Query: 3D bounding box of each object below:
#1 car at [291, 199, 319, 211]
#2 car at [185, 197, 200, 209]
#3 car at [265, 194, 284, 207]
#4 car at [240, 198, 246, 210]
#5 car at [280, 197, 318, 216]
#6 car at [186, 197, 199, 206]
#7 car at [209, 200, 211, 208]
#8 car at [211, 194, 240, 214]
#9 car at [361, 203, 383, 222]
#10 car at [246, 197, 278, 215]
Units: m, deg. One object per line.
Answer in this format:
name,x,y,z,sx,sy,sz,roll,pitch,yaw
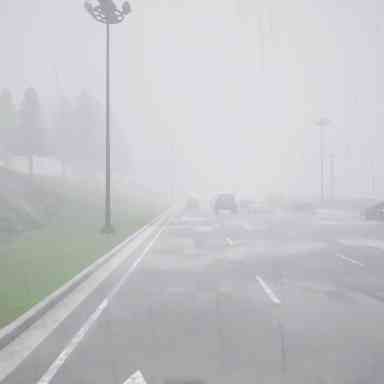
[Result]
car,14.039,1.601,41.626,1.895,1.301,4.718,0,0,0
car,0.046,1.547,44.306,2.033,1.411,5.357,0,0,0
car,10.524,1.221,43.355,2.150,2.045,5.566,0,0,0
car,7.026,1.478,43.996,1.882,1.535,5.008,0,0,0
car,10.551,1.505,32.893,1.837,1.490,4.892,0,0,0
car,0.026,1.547,54.982,2.033,1.411,5.357,0,0,-3
car,3.488,1.526,46.030,1.812,1.442,4.674,0,0,0
car,3.501,1.221,35.630,2.150,2.045,5.566,0,0,1
car,14.066,1.503,23.922,1.837,1.490,4.892,0,-1,0
car,7.046,1.526,33.979,1.812,1.442,4.674,0,0,0
